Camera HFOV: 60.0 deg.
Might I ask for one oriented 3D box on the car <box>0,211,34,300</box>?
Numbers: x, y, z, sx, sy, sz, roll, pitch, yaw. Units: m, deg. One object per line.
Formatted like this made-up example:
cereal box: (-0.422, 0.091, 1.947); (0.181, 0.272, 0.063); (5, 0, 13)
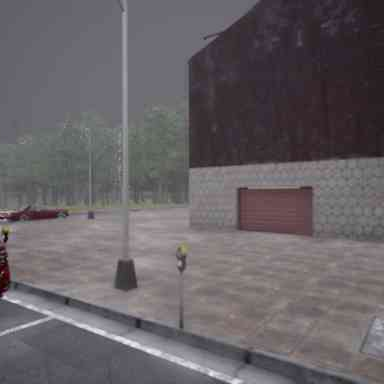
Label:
car: (-5.731, 1.371, 6.906); (5.009, 1.841, 2.192); (0, 0, 36)

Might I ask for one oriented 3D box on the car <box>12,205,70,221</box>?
car: (-11.803, 1.625, 25.268); (1.895, 1.301, 4.718); (0, 0, 36)
